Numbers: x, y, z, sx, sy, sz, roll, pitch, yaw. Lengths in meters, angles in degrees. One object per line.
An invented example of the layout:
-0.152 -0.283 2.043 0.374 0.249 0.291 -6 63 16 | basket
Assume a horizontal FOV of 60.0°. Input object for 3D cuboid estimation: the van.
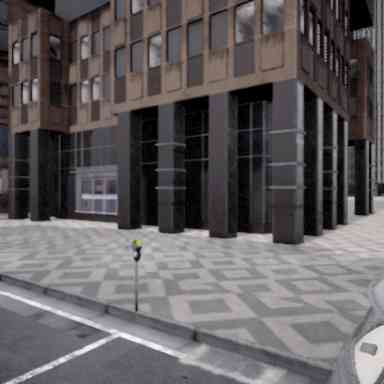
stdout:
2.543 1.339 1.151 3.998 1.788 1.690 0 0 35 | van
